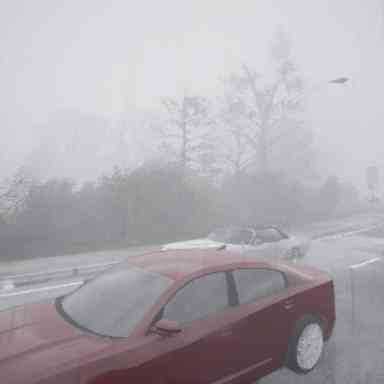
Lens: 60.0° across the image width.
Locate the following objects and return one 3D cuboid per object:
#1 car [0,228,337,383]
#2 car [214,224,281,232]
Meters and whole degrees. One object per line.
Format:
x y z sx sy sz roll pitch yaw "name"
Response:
-0.244 1.493 3.984 5.008 1.535 1.882 0 0 -38 "car"
1.367 1.632 9.646 4.718 1.301 1.895 0 0 -40 "car"
